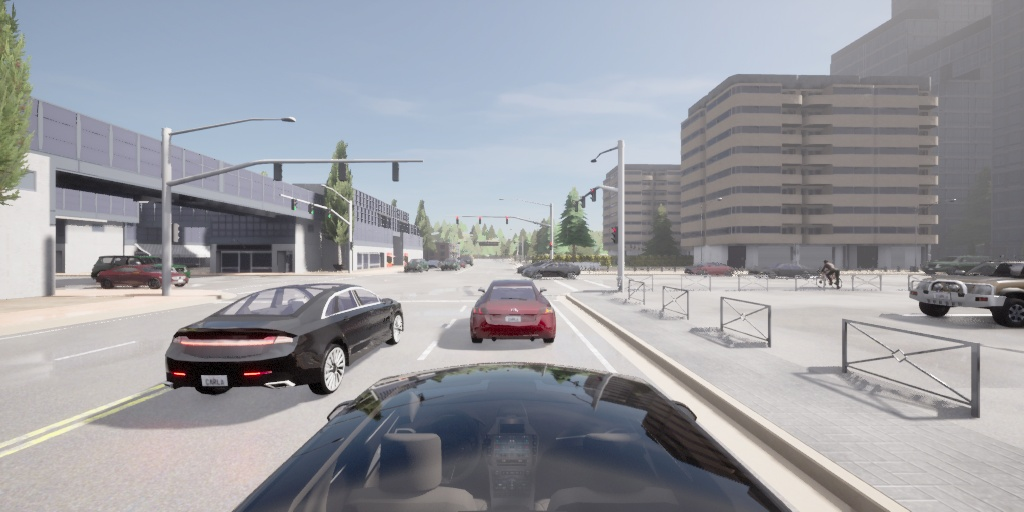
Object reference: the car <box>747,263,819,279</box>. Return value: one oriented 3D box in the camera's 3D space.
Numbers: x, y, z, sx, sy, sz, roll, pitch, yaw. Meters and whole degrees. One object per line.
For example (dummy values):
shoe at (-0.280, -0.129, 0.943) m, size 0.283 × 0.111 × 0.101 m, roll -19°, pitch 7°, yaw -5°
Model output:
car at (23.767, 1.297, 31.469) m, size 5.357 × 1.411 × 2.033 m, roll 0°, pitch 0°, yaw -2°

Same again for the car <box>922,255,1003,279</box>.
car at (44.170, 0.975, 35.498) m, size 5.566 × 2.045 × 2.150 m, roll 0°, pitch 0°, yaw -1°

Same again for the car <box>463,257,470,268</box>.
car at (-8.604, 1.314, 59.035) m, size 1.994 × 1.385 × 4.181 m, roll 0°, pitch 0°, yaw -1°

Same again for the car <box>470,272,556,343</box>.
car at (0.014, 1.314, 9.667) m, size 1.994 × 1.385 × 4.181 m, roll 0°, pitch 0°, yaw 0°

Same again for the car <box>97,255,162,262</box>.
car at (-26.437, 0.971, 25.635) m, size 5.566 × 2.045 × 2.150 m, roll 0°, pitch 0°, yaw -1°

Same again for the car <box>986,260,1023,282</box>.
car at (46.525, 1.297, 32.048) m, size 5.357 × 1.411 × 2.033 m, roll 0°, pitch 0°, yaw -2°

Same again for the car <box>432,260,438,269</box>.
car at (-12.000, 1.298, 54.742) m, size 2.033 × 1.411 × 5.357 m, roll 0°, pitch 0°, yaw -1°

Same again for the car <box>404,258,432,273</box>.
car at (-11.756, 1.102, 44.178) m, size 2.097 × 1.767 × 4.553 m, roll 0°, pitch 0°, yaw 0°

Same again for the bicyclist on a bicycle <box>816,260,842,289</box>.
bicyclist on a bicycle at (17.933, 1.052, 20.308) m, size 0.582 × 1.620 × 1.656 m, roll 0°, pitch 0°, yaw -2°

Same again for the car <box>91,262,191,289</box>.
car at (-22.881, 1.276, 22.237) m, size 4.674 × 1.442 × 1.812 m, roll 0°, pitch 0°, yaw 0°

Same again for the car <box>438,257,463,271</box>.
car at (-8.339, 1.102, 49.067) m, size 2.097 × 1.767 × 4.553 m, roll 0°, pitch 0°, yaw -1°

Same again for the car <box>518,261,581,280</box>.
car at (3.352, 1.242, 30.289) m, size 4.902 × 1.511 × 2.128 m, roll 0°, pitch 0°, yaw -10°

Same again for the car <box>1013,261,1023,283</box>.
car at (43.309, 1.314, 28.389) m, size 4.181 × 1.385 × 1.994 m, roll 0°, pitch 0°, yaw -1°

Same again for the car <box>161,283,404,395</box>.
car at (-3.472, 1.242, 6.610) m, size 2.128 × 1.511 × 4.902 m, roll 0°, pitch 0°, yaw 0°

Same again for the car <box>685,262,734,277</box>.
car at (19.104, 1.314, 34.833) m, size 4.181 × 1.385 × 1.994 m, roll 0°, pitch 0°, yaw -2°
